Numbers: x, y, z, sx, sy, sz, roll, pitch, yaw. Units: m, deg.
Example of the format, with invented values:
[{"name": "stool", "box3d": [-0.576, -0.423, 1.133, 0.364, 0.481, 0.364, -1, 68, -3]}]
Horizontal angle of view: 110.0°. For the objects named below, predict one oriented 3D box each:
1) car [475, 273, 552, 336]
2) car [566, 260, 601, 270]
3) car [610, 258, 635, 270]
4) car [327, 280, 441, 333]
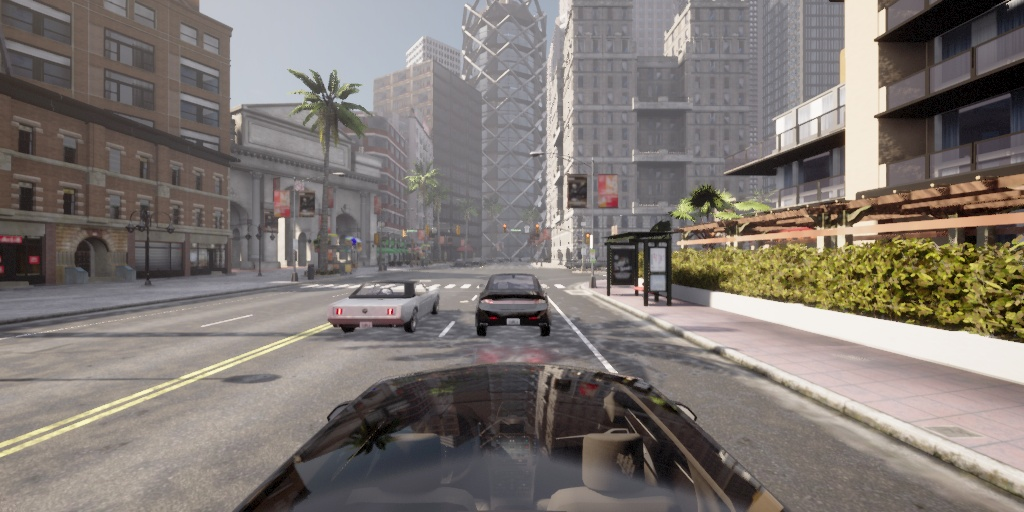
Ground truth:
[{"name": "car", "box3d": [0.041, 1.241, 10.370, 2.128, 1.511, 4.902, 0, 0, 0]}, {"name": "car", "box3d": [10.089, 1.241, 50.579, 4.902, 1.511, 2.128, 0, 0, 9]}, {"name": "car", "box3d": [15.070, 1.101, 46.516, 4.553, 1.767, 2.097, 0, 0, -1]}, {"name": "car", "box3d": [-3.457, 1.351, 10.750, 1.895, 1.301, 4.718, 0, 0, 0]}]
